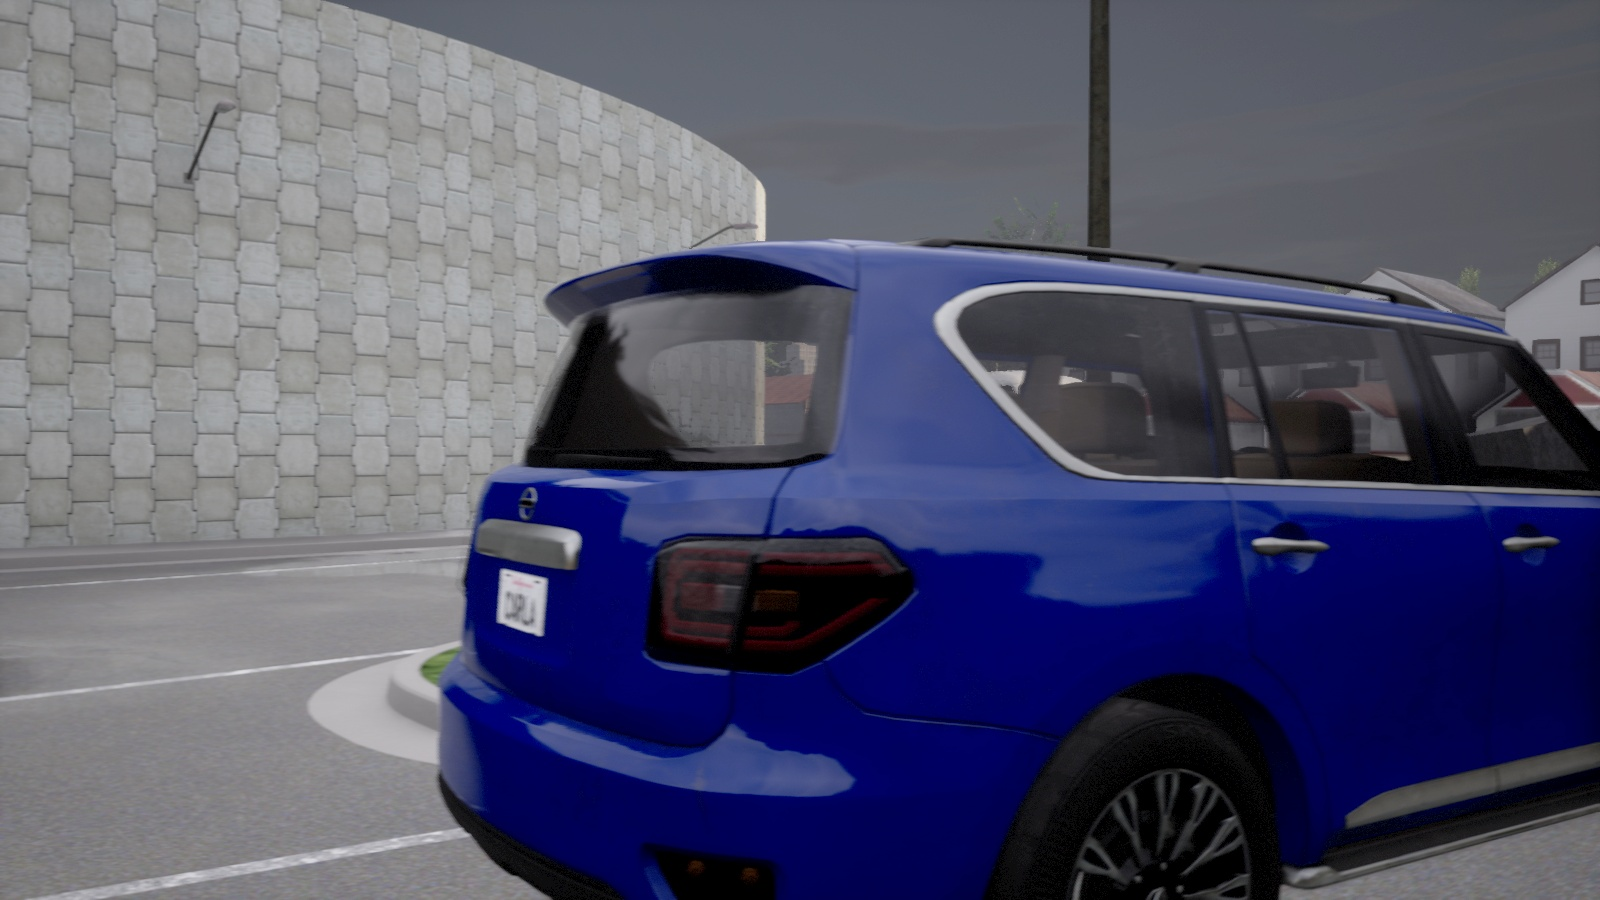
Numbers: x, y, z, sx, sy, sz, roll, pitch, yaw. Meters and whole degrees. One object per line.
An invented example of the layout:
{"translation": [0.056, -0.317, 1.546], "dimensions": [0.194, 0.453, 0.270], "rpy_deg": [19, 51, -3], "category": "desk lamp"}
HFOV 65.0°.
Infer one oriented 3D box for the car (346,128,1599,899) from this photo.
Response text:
{"translation": [1.491, 0.477, 4.570], "dimensions": [5.566, 2.045, 2.150], "rpy_deg": [0, 0, -33], "category": "car"}
